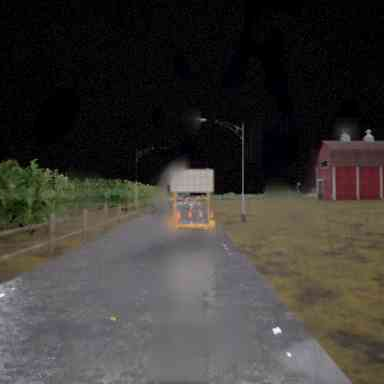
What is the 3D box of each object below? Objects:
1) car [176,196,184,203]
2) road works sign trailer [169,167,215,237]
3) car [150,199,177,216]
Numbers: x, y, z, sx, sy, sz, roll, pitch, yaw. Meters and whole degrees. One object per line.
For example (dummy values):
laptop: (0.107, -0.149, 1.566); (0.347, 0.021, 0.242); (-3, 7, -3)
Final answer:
car: (-2.771, 1.658, 73.123); (1.994, 1.385, 4.181); (0, -1, 0)
road works sign trailer: (0.000, 0.466, 17.869); (2.380, 3.560, 2.880); (0, 0, 0)
car: (-2.858, 1.572, 32.512); (2.033, 1.411, 5.357); (0, 0, 0)
